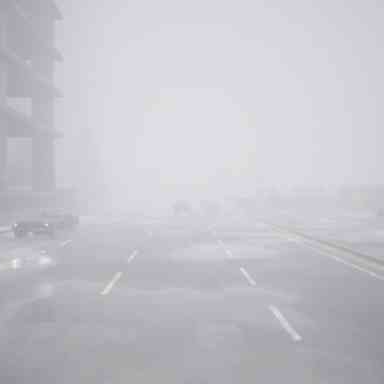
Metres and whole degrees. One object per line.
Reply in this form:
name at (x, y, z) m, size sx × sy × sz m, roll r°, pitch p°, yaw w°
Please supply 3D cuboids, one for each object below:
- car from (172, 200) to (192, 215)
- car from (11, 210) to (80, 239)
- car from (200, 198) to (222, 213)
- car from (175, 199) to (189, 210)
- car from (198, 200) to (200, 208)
car at (-1.034, 1.575, 35.177) m, size 1.837 × 1.490 × 4.892 m, roll 0°, pitch 0°, yaw -2°
car at (-7.625, 1.637, 17.778) m, size 1.895 × 1.301 × 4.718 m, roll 0°, pitch 0°, yaw -2°
car at (2.315, 1.642, 39.060) m, size 1.994 × 1.385 × 4.181 m, roll 0°, pitch 0°, yaw -2°
car at (-1.382, 1.692, 45.444) m, size 1.895 × 1.301 × 4.718 m, roll 0°, pitch 0°, yaw -2°
car at (1.959, 1.575, 48.982) m, size 1.882 × 1.535 × 5.008 m, roll 0°, pitch 0°, yaw -1°
